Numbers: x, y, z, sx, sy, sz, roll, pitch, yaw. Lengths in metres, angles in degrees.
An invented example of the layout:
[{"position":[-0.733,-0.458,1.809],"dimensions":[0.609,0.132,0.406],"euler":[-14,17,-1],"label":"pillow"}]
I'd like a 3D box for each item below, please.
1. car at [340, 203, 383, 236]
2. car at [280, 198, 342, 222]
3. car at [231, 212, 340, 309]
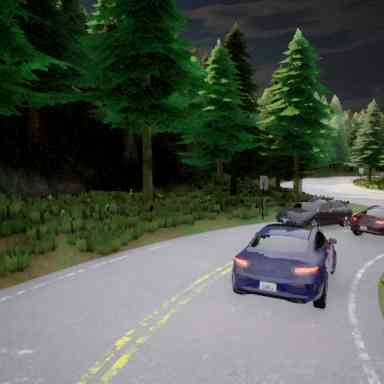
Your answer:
[{"position":[9.264,1.337,15.517],"dimensions":[4.674,1.442,1.812],"euler":[-1,5,-34],"label":"car"},{"position":[6.473,1.112,17.451],"dimensions":[4.892,1.490,1.837],"euler":[-1,4,-36],"label":"car"},{"position":[2.358,1.486,7.971],"dimensions":[1.812,1.442,4.674],"euler":[2,2,26],"label":"car"}]
